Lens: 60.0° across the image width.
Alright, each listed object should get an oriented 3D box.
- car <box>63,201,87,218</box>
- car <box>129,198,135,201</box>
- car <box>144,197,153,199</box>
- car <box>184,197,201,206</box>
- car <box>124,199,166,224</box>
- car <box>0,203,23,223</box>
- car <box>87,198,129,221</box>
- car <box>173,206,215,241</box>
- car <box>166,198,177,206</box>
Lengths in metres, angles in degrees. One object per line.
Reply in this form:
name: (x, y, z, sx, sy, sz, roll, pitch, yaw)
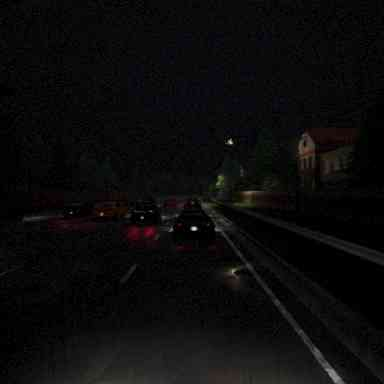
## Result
car: (-10.411, 1.598, 30.952, 1.812, 1.442, 4.674, 0, 0, 0)
car: (-10.424, 1.696, 56.443, 1.994, 1.385, 4.181, 0, 0, 0)
car: (-6.921, 1.630, 53.249, 1.837, 1.490, 4.892, 0, 0, 0)
car: (0.081, 1.454, 43.692, 2.097, 1.767, 4.553, 0, 0, 0)
car: (-3.411, 1.551, 25.258, 2.128, 1.511, 4.902, 0, 0, 0)
car: (-13.910, 1.548, 23.599, 2.128, 1.511, 4.902, 0, 0, 0)
car: (-6.912, 1.543, 27.985, 1.882, 1.535, 5.008, 0, 0, 0)
car: (0.092, 1.604, 16.865, 1.994, 1.385, 4.181, 0, 0, 0)
car: (-3.422, 1.688, 53.165, 1.994, 1.385, 4.181, 0, 0, 0)
